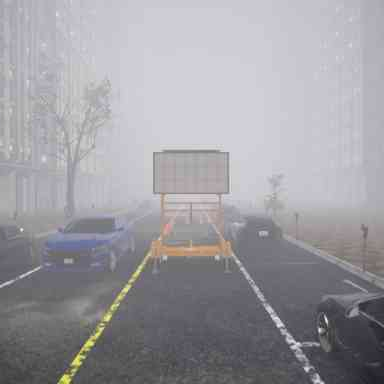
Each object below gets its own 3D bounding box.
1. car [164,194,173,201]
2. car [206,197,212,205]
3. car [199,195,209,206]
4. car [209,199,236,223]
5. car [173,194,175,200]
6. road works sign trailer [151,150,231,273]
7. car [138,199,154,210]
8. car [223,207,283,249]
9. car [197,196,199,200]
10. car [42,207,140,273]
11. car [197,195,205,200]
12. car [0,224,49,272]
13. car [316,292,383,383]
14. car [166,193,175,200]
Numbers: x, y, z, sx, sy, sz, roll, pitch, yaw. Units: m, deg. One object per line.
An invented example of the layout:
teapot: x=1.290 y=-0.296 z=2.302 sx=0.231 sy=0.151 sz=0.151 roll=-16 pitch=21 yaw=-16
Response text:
car: x=-5.887 y=1.492 z=76.243 sx=1.752 sy=1.417 sz=4.829 roll=-1 pitch=0 yaw=0
car: x=2.604 y=1.516 z=31.480 sx=1.752 sy=1.417 sz=4.829 roll=-1 pitch=0 yaw=0
car: x=2.549 y=1.525 z=53.881 sx=1.887 sy=1.381 sz=4.507 roll=-1 pitch=0 yaw=0
car: x=2.618 y=1.538 z=25.667 sx=1.887 sy=1.381 sz=4.507 roll=-1 pitch=0 yaw=0
car: x=-5.901 y=1.544 z=82.054 sx=1.802 sy=1.307 sz=4.206 roll=-1 pitch=0 yaw=0
road works sign trailer: x=-0.025 y=0.462 z=10.639 sx=2.380 sy=3.560 sz=2.880 roll=0 pitch=0 yaw=0
car: x=-5.804 y=1.537 z=42.564 sx=2.008 sy=1.369 sz=4.403 roll=-1 pitch=0 yaw=0
car: x=2.647 y=1.563 z=14.382 sx=1.947 sy=1.339 sz=4.313 roll=-1 pitch=0 yaw=0
car: x=2.493 y=1.517 z=76.452 sx=2.008 sy=1.369 sz=4.403 roll=-1 pitch=0 yaw=0
car: x=-3.128 y=1.475 z=10.914 sx=1.882 sy=1.535 sz=5.008 roll=0 pitch=0 yaw=0
car: x=2.452 y=1.503 z=93.380 sx=2.008 sy=1.369 sz=4.403 roll=-1 pitch=0 yaw=0
car: x=-5.721 y=1.564 z=8.716 sx=1.947 sy=1.339 sz=4.313 roll=-1 pitch=0 yaw=0
car: x=2.675 y=1.565 z=3.096 sx=1.947 sy=1.339 sz=4.313 roll=-1 pitch=0 yaw=0
car: x=-5.932 y=1.268 z=93.336 sx=2.192 sy=1.841 sz=5.009 roll=-1 pitch=0 yaw=0
